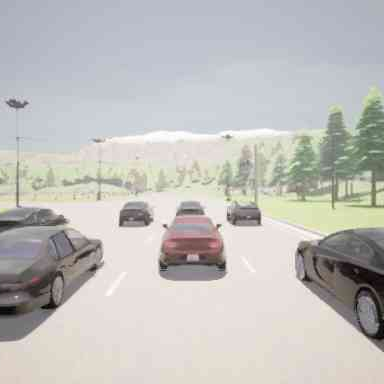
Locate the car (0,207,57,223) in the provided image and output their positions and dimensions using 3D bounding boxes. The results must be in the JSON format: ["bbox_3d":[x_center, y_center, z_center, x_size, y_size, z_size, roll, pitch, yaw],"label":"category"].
[{"bbox_3d":[-7.042,1.410,14.756,1.837,1.490,4.892,0,0,0],"label":"car"}]

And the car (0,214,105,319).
[{"bbox_3d":[-3.456,1.498,7.576,2.033,1.411,5.357,0,0,-2],"label":"car"}]

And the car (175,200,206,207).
[{"bbox_3d":[-0.109,1.324,22.158,1.837,1.490,4.892,0,0,-1],"label":"car"}]

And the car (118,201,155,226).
[{"bbox_3d":[-3.609,1.337,22.125,1.837,1.490,4.892,0,0,-1],"label":"car"}]

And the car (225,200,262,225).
[{"bbox_3d":[3.390,1.295,22.347,2.128,1.511,4.902,0,0,-1],"label":"car"}]

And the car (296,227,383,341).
[{"bbox_3d":[3.548,1.411,6.417,1.882,1.535,5.008,0,1,-1],"label":"car"}]

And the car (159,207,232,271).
[{"bbox_3d":[0.005,1.439,10.520,1.812,1.442,4.674,0,1,-1],"label":"car"}]
